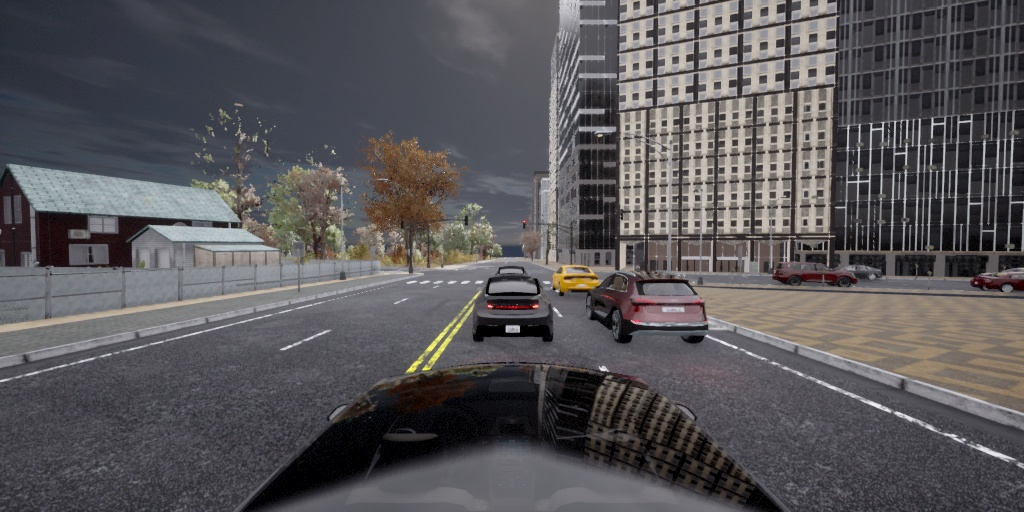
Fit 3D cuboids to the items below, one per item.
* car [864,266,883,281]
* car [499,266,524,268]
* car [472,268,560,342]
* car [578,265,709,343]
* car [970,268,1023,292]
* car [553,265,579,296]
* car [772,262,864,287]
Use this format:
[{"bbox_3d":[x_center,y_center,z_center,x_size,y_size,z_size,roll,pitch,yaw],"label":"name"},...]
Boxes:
[{"bbox_3d":[30.990,1.467,32.941,4.403,1.370,2.007,0,0,20],"label":"car"},{"bbox_3d":[-0.030,1.250,18.441,1.837,1.490,4.892,0,0,0],"label":"car"},{"bbox_3d":[0.030,1.251,9.774,1.837,1.490,4.892,0,0,0],"label":"car"},{"bbox_3d":[3.335,1.177,9.649,2.033,1.649,4.856,0,0,0],"label":"car"},{"bbox_3d":[33.620,1.714,23.599,4.507,1.381,1.888,0,0,20],"label":"car"},{"bbox_3d":[3.284,1.223,19.254,1.882,1.535,5.008,0,0,0],"label":"car"},{"bbox_3d":[22.967,1.392,27.478,5.009,1.841,2.192,0,0,20],"label":"car"}]
